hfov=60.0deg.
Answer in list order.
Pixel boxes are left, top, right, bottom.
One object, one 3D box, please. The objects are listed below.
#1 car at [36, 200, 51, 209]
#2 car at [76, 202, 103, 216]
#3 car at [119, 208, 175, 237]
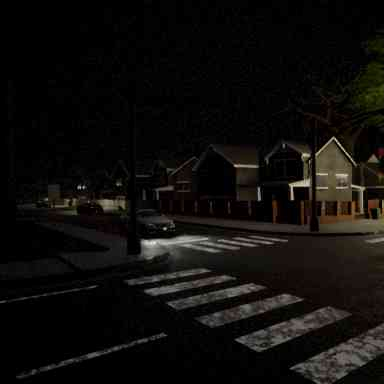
[{"bbox_3d":[-26.072,2.156,58.373,2.128,1.511,4.902,-1,0,-35],"label":"car"},{"bbox_3d":[-11.557,1.851,37.451,2.128,1.511,4.902,-1,0,-35],"label":"car"},{"bbox_3d":[-2.805,1.718,19.735,1.812,1.442,4.674,-1,0,-35],"label":"car"}]
